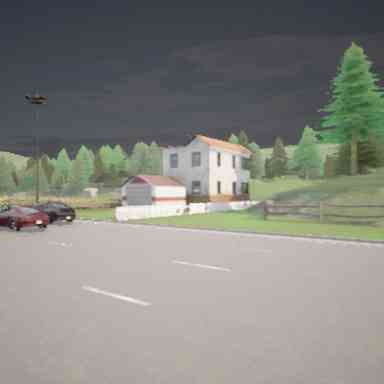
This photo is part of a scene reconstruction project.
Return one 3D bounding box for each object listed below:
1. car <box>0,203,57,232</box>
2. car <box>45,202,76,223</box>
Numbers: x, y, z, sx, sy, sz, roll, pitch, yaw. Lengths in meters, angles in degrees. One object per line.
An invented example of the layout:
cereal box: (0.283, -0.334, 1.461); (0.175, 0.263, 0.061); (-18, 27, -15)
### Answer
car: (-10.487, 1.525, 20.075); (4.674, 1.442, 1.812); (0, 0, 36)
car: (-10.516, 1.505, 24.394); (4.892, 1.490, 1.837); (0, 0, 35)
